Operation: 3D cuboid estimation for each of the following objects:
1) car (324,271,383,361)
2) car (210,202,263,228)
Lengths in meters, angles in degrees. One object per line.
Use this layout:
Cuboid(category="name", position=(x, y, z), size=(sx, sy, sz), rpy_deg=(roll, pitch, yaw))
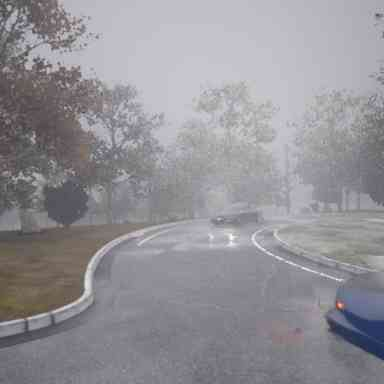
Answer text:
Cuboid(category="car", position=(4.064, 1.544, 3.040), size=(2.033, 1.411, 5.357), rpy_deg=(0, 0, -38))
Cuboid(category="car", position=(3.128, 1.493, 22.553), size=(1.837, 1.490, 4.892), rpy_deg=(-1, -1, 38))
